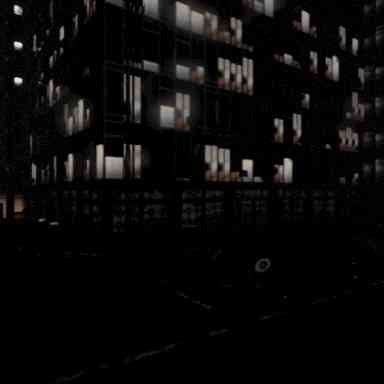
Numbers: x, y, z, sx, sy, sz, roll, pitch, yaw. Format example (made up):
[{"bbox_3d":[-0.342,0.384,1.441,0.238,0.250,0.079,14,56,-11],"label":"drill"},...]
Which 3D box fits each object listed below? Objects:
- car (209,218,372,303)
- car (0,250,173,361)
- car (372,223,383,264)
[{"bbox_3d":[2.361,1.504,8.254,4.097,1.590,1.967,1,-1,-35],"label":"car"},{"bbox_3d":[-2.267,1.591,4.952,4.206,1.307,1.802,1,-1,-35],"label":"car"},{"bbox_3d":[6.849,1.642,11.455,4.829,1.417,1.752,1,-1,-35],"label":"car"}]
